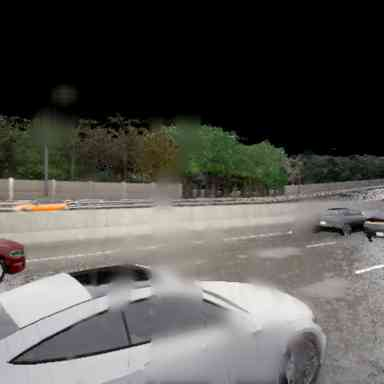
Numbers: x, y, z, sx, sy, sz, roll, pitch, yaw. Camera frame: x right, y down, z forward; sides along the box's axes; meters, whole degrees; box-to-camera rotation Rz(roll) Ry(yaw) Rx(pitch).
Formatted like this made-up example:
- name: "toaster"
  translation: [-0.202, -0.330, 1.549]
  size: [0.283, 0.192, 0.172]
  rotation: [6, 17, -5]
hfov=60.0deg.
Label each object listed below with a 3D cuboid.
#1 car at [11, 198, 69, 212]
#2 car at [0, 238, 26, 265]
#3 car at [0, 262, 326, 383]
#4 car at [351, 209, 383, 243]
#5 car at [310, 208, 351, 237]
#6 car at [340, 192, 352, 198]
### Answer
- name: "car"
  translation: [-13.177, 1.349, 28.962]
  size: [4.553, 1.767, 2.097]
  rotation: [0, 0, -35]
- name: "car"
  translation: [-6.594, 1.477, 7.638]
  size: [5.008, 1.535, 1.882]
  rotation: [0, 0, -36]
- name: "car"
  translation: [-0.573, 1.525, 3.457]
  size: [4.674, 1.442, 1.812]
  rotation: [0, 0, -35]
- name: "car"
  translation: [9.568, 1.491, 14.825]
  size: [4.902, 1.511, 2.128]
  rotation: [0, 0, -35]
- name: "car"
  translation: [8.375, 1.563, 18.268]
  size: [4.181, 1.385, 1.994]
  rotation: [0, 0, -35]
- name: "car"
  translation: [38.223, 0.742, 82.492]
  size: [1.895, 1.301, 4.718]
  rotation: [0, 2, 38]
